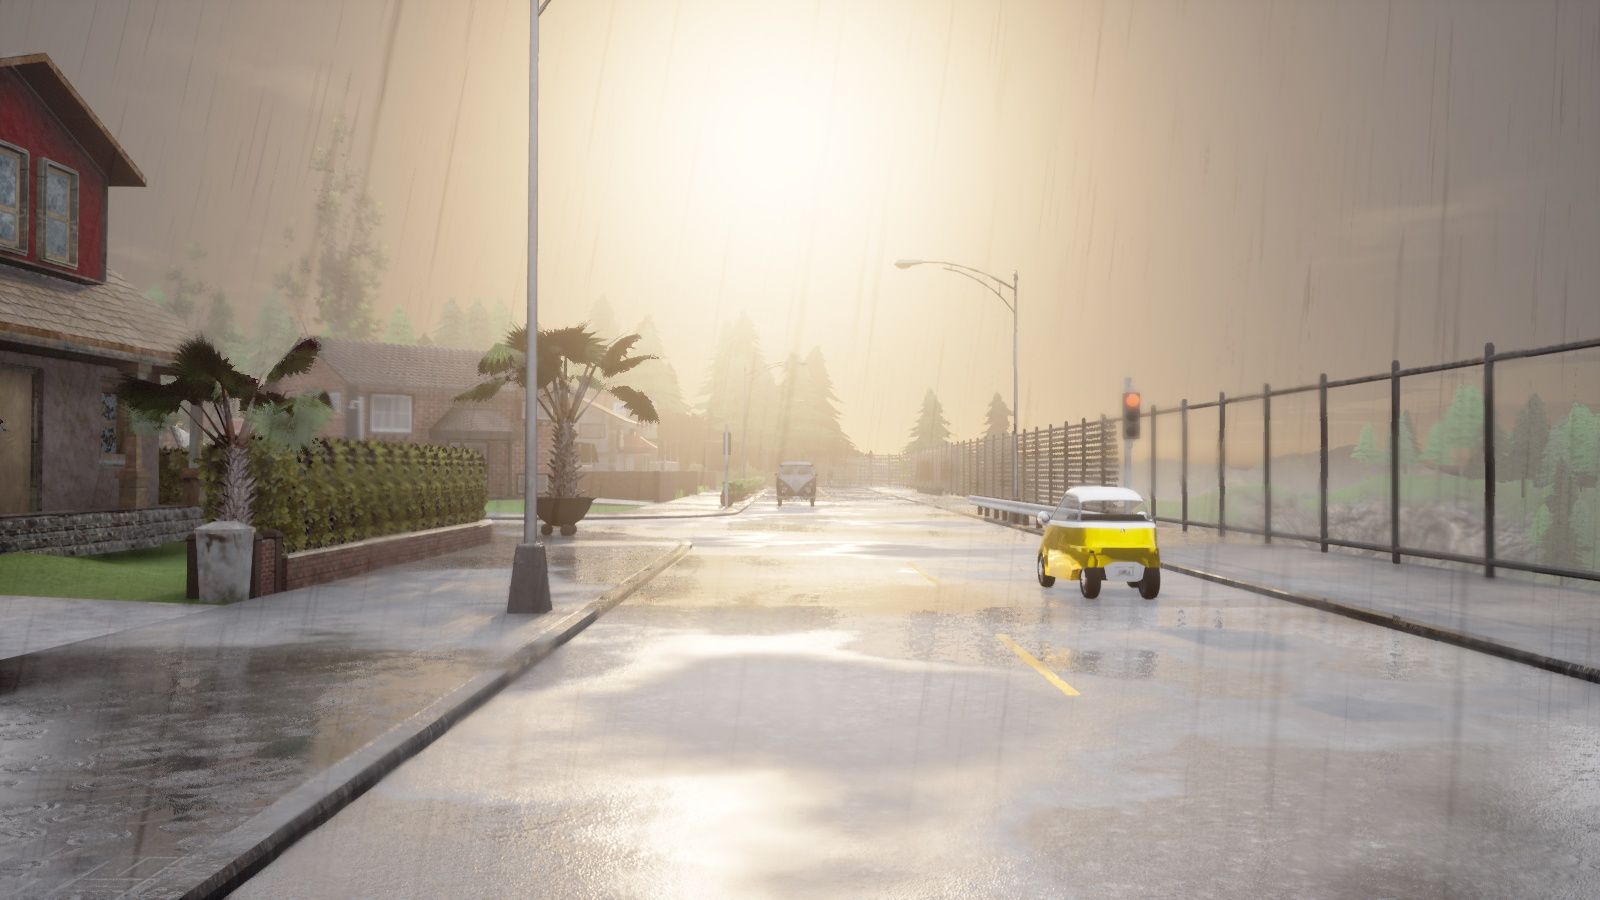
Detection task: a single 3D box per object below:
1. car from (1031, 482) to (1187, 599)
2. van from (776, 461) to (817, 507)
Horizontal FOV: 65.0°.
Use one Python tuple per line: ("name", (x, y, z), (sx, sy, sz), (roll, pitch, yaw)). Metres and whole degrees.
("car", (3.959, 1.128, 16.375), (1.481, 1.376, 2.207), (0, -1, 0))
("van", (-0.157, 1.509, 56.159), (1.775, 1.987, 4.442), (0, -1, 0))
